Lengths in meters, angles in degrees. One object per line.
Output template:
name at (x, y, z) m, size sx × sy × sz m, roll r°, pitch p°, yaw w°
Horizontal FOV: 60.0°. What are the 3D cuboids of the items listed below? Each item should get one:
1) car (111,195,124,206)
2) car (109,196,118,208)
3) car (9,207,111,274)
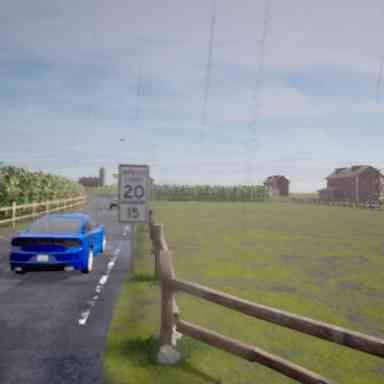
car at (-11.387, 1.327, 50.805) m, size 1.837 × 1.490 × 4.892 m, roll 1°, pitch 0°, yaw -14°
car at (-9.151, 1.367, 40.880) m, size 1.837 × 1.490 × 4.892 m, roll 1°, pitch 0°, yaw -12°
car at (-3.875, 1.413, 10.348) m, size 1.882 × 1.535 × 5.008 m, roll 1°, pitch 0°, yaw -8°
